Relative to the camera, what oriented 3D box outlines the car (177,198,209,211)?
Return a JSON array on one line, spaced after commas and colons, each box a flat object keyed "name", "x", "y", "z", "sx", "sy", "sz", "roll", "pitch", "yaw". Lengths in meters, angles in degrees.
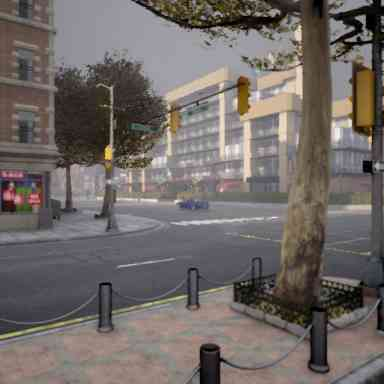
[{"name": "car", "x": 0.042, "y": 1.457, "z": 40.920, "sx": 1.882, "sy": 1.535, "sz": 5.008, "roll": 0, "pitch": 0, "yaw": -36}]
